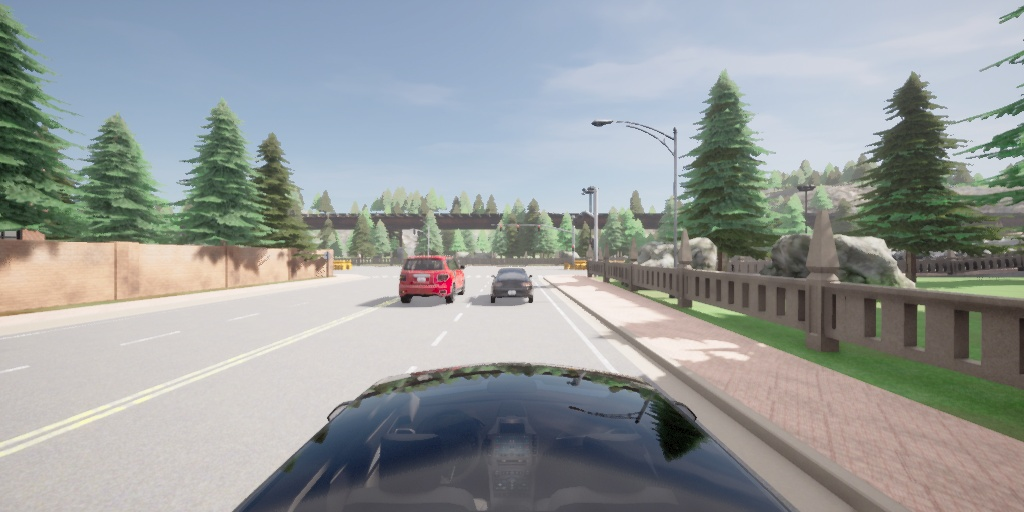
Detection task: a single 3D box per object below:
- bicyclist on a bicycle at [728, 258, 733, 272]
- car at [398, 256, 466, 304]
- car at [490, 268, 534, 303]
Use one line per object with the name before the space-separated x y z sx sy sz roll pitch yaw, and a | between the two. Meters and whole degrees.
bicyclist on a bicycle | 20.260 1.049 33.496 0.582 1.620 1.656 0 0 0
car | -3.500 1.007 16.530 2.150 2.045 5.566 0 0 0
car | 0.000 1.282 16.500 1.812 1.442 4.674 0 0 0
